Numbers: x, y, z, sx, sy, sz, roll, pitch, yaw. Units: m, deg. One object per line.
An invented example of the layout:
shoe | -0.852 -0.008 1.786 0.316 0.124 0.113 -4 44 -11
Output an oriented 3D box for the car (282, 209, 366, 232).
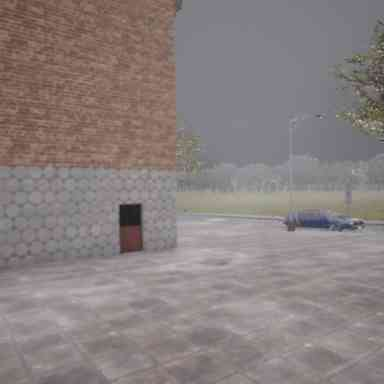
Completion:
car | 8.707 1.856 22.486 2.033 1.411 5.357 -1 -1 -36
